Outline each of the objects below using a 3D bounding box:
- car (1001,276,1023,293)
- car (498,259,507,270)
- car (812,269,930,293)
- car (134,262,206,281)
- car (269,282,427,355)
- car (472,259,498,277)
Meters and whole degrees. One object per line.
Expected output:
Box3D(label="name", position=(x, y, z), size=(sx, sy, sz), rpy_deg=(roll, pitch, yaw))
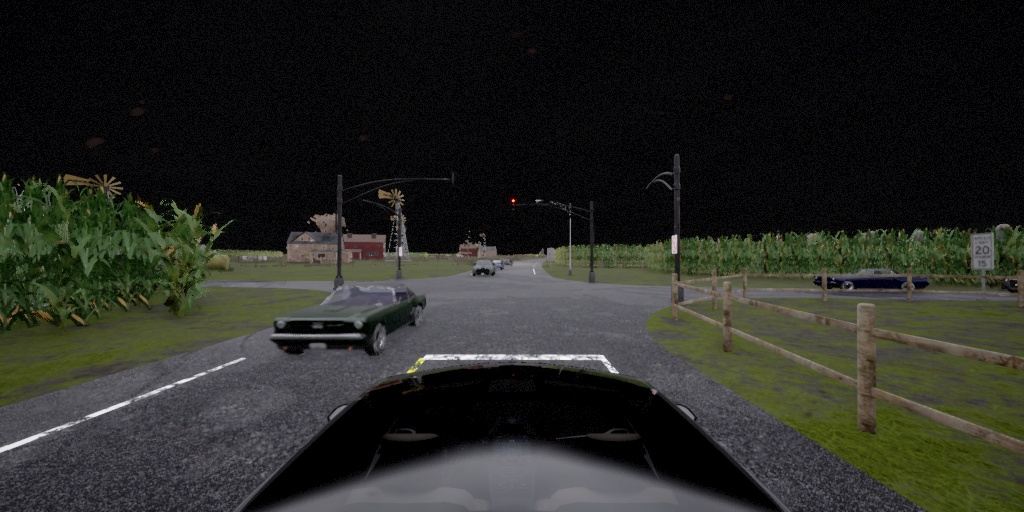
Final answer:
Box3D(label="car", position=(29.348, 1.377, 19.058), size=(4.181, 1.385, 1.994), rpy_deg=(0, -1, 10))
Box3D(label="car", position=(-2.222, 1.266, 51.491), size=(1.812, 1.442, 4.674), rpy_deg=(0, 0, 3))
Box3D(label="car", position=(20.380, 1.401, 20.606), size=(4.718, 1.301, 1.895), rpy_deg=(0, -1, 9))
Box3D(label="car", position=(-24.191, 1.195, 25.293), size=(4.902, 1.511, 2.128), rpy_deg=(0, -1, 9))
Box3D(label="car", position=(-3.554, 1.352, 8.792), size=(1.895, 1.301, 4.718), rpy_deg=(0, 0, 0))
Box3D(label="car", position=(-2.773, 1.099, 35.829), size=(2.097, 1.767, 4.553), rpy_deg=(0, 0, -1))
